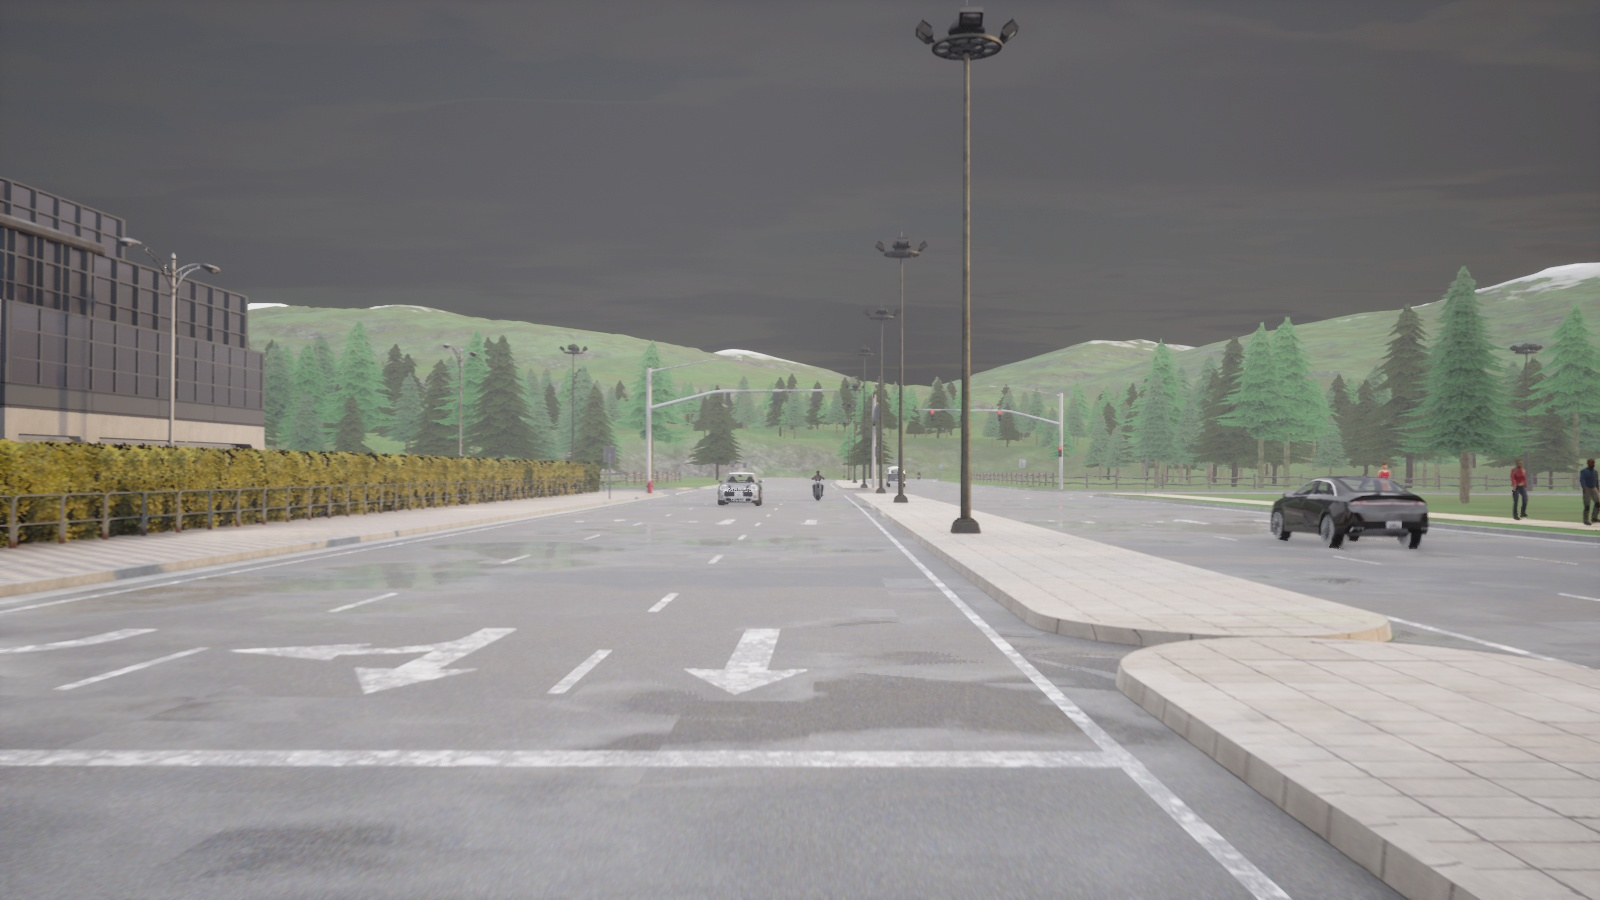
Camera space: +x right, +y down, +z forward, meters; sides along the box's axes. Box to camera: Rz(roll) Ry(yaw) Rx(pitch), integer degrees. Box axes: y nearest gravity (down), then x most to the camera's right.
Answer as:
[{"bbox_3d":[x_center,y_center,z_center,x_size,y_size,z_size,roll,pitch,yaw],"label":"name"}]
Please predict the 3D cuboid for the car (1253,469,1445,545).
[{"bbox_3d":[11.880,1.185,27.596,2.128,1.511,4.902,0,-1,1],"label":"car"}]

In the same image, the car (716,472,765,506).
[{"bbox_3d":[-2.630,1.734,56.494,1.970,1.475,3.806,0,-1,1],"label":"car"}]

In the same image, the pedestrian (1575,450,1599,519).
[{"bbox_3d":[21.267,0.935,33.806,0.370,1.835,0.726,0,-1,1],"label":"pedestrian"}]

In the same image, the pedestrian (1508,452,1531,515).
[{"bbox_3d":[21.425,0.995,37.405,0.331,1.846,0.636,0,-1,2],"label":"pedestrian"}]
